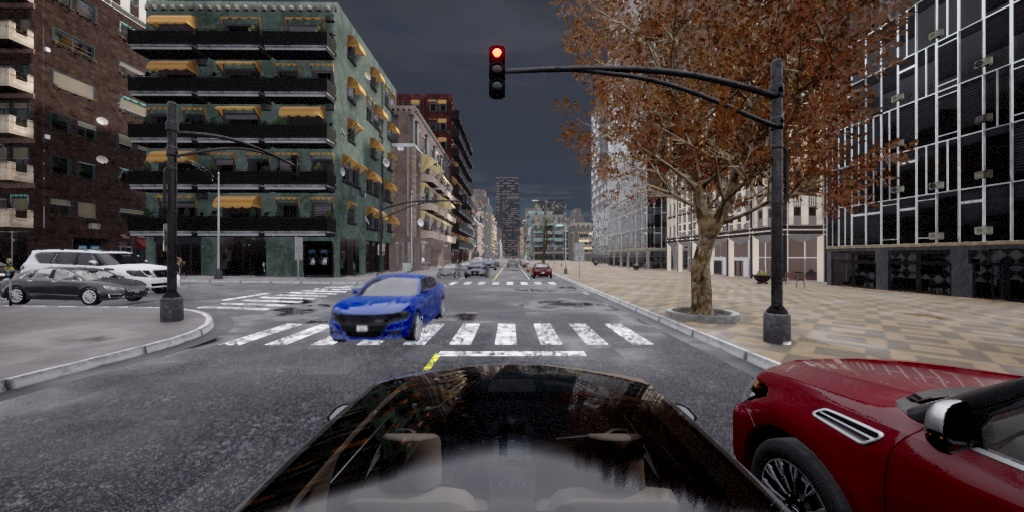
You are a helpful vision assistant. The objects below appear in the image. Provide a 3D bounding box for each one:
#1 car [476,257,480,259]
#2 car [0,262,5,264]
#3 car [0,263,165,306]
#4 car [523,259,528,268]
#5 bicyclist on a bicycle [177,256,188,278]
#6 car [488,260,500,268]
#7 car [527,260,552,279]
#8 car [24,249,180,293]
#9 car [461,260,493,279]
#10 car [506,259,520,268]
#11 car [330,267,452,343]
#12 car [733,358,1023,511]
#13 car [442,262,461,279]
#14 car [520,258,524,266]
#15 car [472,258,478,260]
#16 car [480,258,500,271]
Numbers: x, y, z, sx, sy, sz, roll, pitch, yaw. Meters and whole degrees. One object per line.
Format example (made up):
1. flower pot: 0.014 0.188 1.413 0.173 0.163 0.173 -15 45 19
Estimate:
1. car: -5.708 1.226 55.146 1.967 1.591 4.097 0 0 0
2. car: -33.196 0.869 21.801 4.403 1.370 2.007 0 0 -1
3. car: -16.439 1.091 13.596 4.403 1.370 2.007 0 0 -1
4. car: 2.676 1.298 44.253 1.751 1.417 4.829 0 0 0
5. bicyclist on a bicycle: -23.177 0.761 24.854 0.582 1.620 1.656 1 0 -1
6. car: -3.074 1.397 63.106 1.895 1.301 4.718 0 0 0
7. car: 2.680 1.307 33.018 1.888 1.381 4.507 0 0 0
8. car: -18.432 0.738 16.164 5.566 2.045 2.150 1 0 -1
9. car: -3.149 1.326 32.862 1.994 1.385 4.181 0 0 1
10. car: 0.077 1.288 63.351 2.128 1.511 4.902 0 0 0
11. car: -3.105 1.228 9.914 1.882 1.535 5.008 0 0 0
12. car: 2.691 1.065 0.631 2.192 1.841 5.009 0 0 0
13. car: -5.700 1.313 33.015 2.007 1.370 4.403 0 0 0
14. car: 2.670 1.375 60.681 1.802 1.307 4.207 0 0 0
15. car: -5.704 1.323 44.081 2.007 1.370 4.403 0 0 0
16. car: -3.106 1.328 50.683 2.033 1.411 5.357 0 0 0
